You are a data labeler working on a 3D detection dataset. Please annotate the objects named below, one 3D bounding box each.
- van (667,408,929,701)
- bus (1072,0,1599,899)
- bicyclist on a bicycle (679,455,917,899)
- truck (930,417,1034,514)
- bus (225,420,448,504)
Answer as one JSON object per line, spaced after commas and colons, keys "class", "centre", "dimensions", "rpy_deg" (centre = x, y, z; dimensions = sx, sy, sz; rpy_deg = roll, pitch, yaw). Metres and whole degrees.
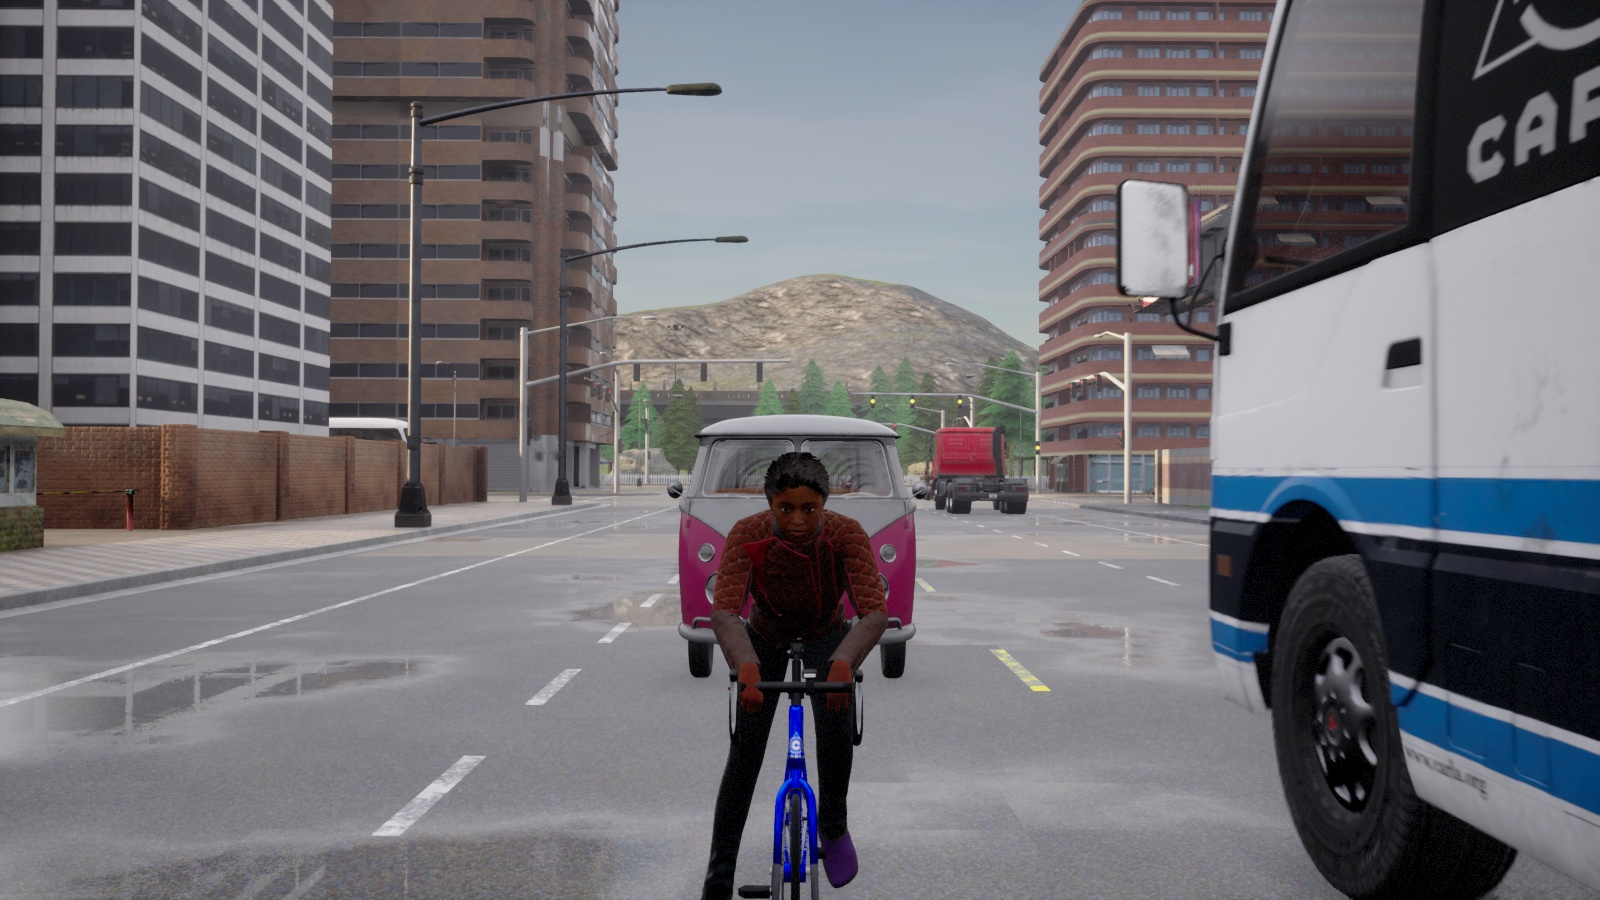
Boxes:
{"class": "van", "centre": [-0.015, 0.748, 10.772], "dimensions": [1.775, 1.987, 4.442], "rpy_deg": [0, -1, 0]}
{"class": "bus", "centre": [3.490, -0.547, 1.744], "dimensions": [3.944, 4.253, 10.273], "rpy_deg": [0, -1, 0]}
{"class": "bicyclist on a bicycle", "centre": [-0.005, 0.833, 3.919], "dimensions": [0.582, 1.620, 1.656], "rpy_deg": [0, -1, 0]}
{"class": "truck", "centre": [6.929, 0.626, 49.008], "dimensions": [2.891, 3.462, 7.936], "rpy_deg": [0, -1, 0]}
{"class": "bus", "centre": [-24.146, 0.639, 65.914], "dimensions": [10.273, 4.253, 3.944], "rpy_deg": [0, -1, 0]}
